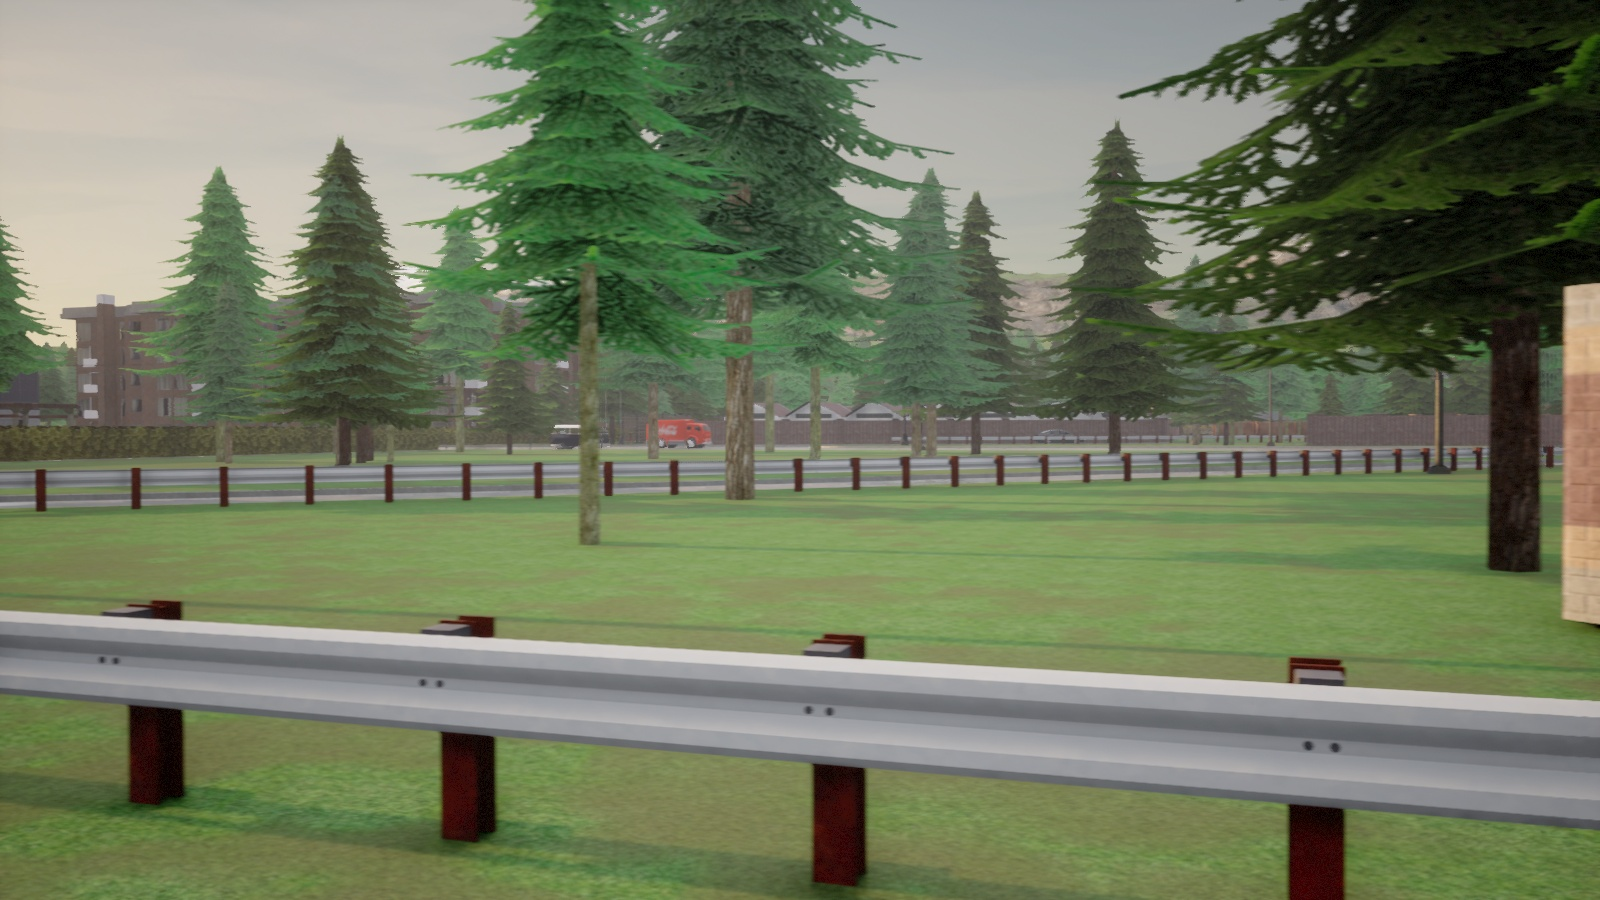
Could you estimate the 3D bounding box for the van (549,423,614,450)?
[{"bbox_3d":[-16.886,-1.070,97.164,4.480,2.038,2.069,1,1,19],"label":"van"}]
